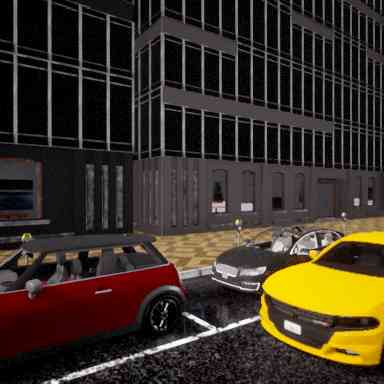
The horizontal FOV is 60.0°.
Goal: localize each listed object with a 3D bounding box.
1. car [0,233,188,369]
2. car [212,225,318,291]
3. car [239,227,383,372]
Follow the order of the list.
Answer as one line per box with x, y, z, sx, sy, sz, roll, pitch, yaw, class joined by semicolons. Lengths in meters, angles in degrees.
-2.158;1.440;5.021;4.097;1.590;1.967;0;0;-35;car
2.477;1.549;8.324;4.403;1.369;2.008;0;0;-35;car
3.334;1.476;5.753;5.008;1.535;1.882;0;0;-35;car
